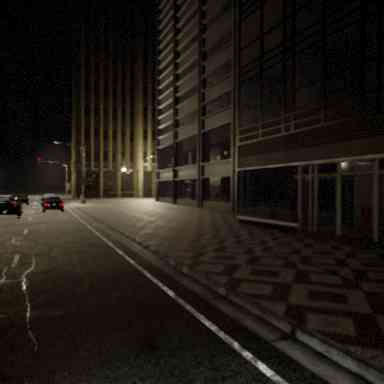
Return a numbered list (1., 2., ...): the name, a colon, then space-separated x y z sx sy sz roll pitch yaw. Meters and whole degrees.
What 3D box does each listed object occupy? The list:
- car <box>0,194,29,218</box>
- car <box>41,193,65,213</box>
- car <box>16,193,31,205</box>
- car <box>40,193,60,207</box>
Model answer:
1. car: -13.802 1.125 25.068 2.128 1.511 4.902 0 1 -24
2. car: -13.039 1.116 31.258 2.033 1.411 5.357 0 1 -24
3. car: -20.389 0.872 39.599 1.882 1.535 5.008 0 1 -24
4. car: -17.152 0.912 40.090 2.128 1.511 4.902 0 1 -24
